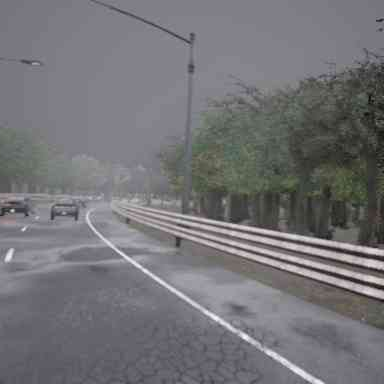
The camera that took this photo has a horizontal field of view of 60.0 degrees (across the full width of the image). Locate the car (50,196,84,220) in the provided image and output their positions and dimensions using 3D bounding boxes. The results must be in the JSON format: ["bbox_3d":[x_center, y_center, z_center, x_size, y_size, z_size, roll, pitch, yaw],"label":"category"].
[{"bbox_3d":[-9.273,1.204,24.496,2.128,1.511,4.902,3,0,-19],"label":"car"}]

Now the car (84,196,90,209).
[{"bbox_3d":[-13.410,1.217,39.691,1.837,1.490,4.892,3,0,-10],"label":"car"}]

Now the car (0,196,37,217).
[{"bbox_3d":[-13.267,1.045,25.589,1.837,1.490,4.892,3,0,-18],"label":"car"}]
